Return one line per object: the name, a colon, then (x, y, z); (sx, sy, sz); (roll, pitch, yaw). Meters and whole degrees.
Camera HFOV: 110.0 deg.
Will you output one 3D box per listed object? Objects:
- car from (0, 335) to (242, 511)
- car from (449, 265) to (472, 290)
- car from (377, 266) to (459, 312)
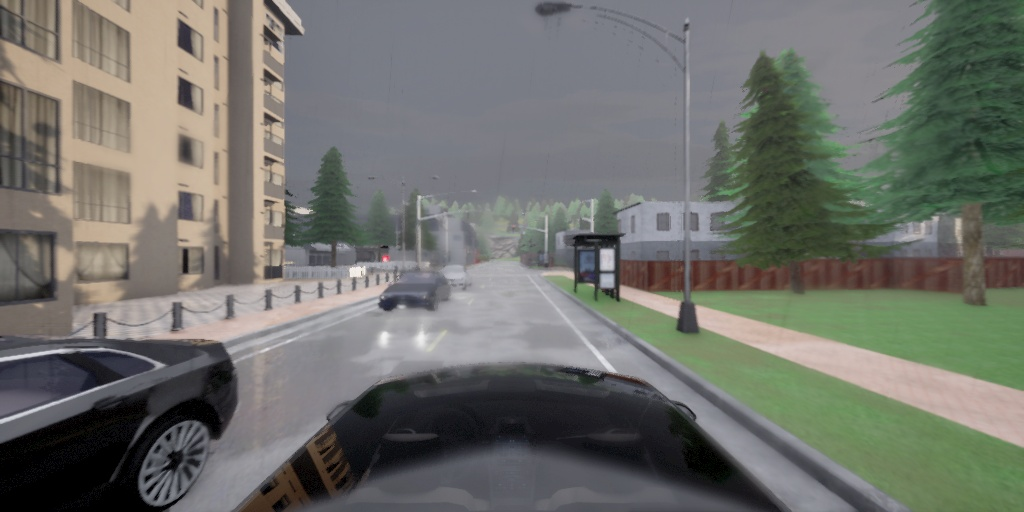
car: (-3.591, 1.253, 1.496); (2.128, 1.511, 4.902); (0, 0, 0)
car: (-3.582, 1.295, 22.438); (1.812, 1.442, 4.674); (0, 0, 0)
car: (-3.643, 1.304, 14.514); (2.033, 1.411, 5.357); (0, 0, 0)
